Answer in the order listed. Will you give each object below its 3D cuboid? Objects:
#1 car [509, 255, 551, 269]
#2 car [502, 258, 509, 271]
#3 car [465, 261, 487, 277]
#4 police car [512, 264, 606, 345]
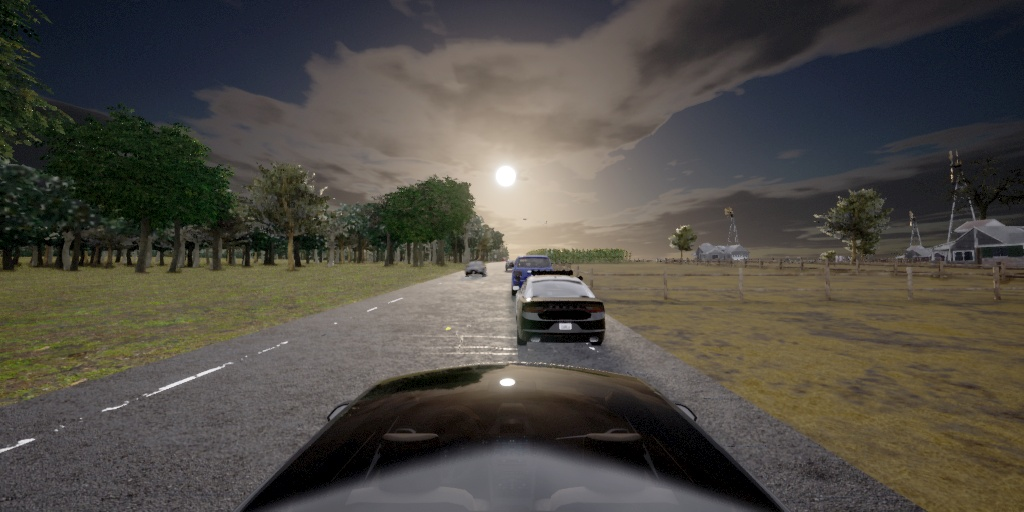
[{"bbox_3d":[1.055,0.984,19.560,2.150,2.045,5.566,0,0,0],"label":"car"},{"bbox_3d":[0.049,1.254,50.136,2.128,1.511,4.902,0,0,1],"label":"car"},{"bbox_3d":[-3.590,1.268,36.027,1.837,1.490,4.892,0,0,0],"label":"car"},{"bbox_3d":[1.051,1.181,9.628,1.930,1.638,5.238,0,0,0],"label":"police car"}]
